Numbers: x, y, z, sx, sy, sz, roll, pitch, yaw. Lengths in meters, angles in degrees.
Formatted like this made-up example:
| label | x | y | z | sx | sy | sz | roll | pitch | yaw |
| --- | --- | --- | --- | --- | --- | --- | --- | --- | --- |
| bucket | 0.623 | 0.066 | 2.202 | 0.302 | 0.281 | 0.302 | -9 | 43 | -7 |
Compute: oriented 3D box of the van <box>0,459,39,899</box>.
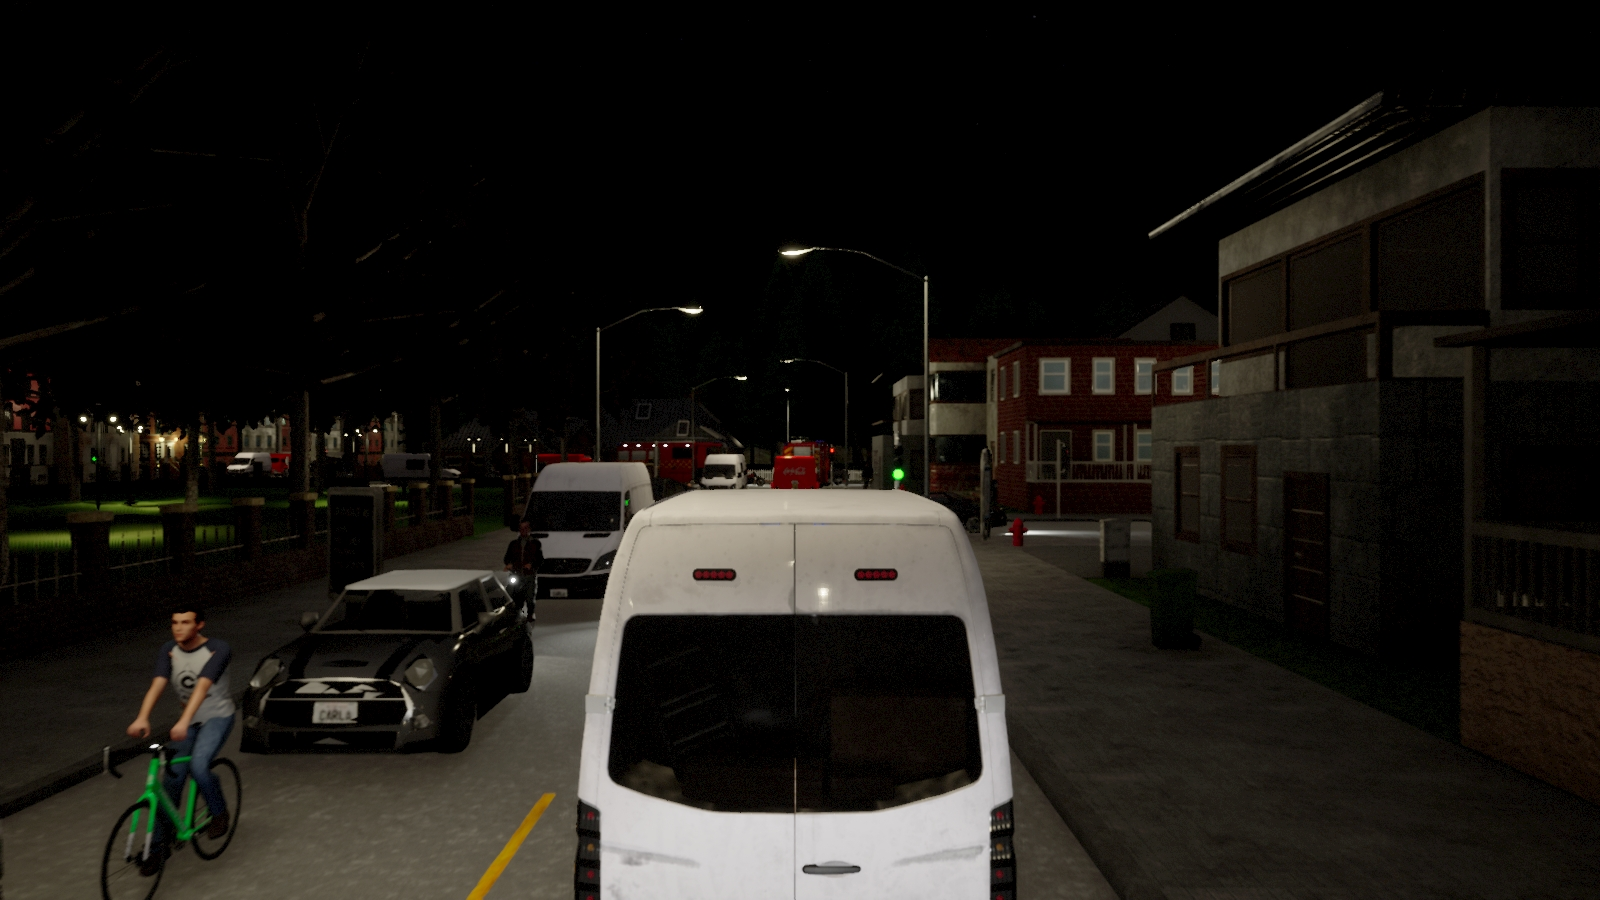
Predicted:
| label | x | y | z | sx | sy | sz | roll | pitch | yaw |
| --- | --- | --- | --- | --- | --- | --- | --- | --- | --- |
| van | -4.010 | 1.315 | 1.574 | 1.988 | 2.561 | 5.915 | 0 | 0 | 0 |

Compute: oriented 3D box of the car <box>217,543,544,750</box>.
| label | x | y | z | sx | sy | sz | roll | pitch | yaw |
| --- | --- | --- | --- | --- | --- | --- | --- | --- | --- |
| car | -4.040 | 1.846 | 11.738 | 1.970 | 1.475 | 3.806 | 0 | 0 | 0 |

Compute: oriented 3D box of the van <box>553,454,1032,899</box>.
| label | x | y | z | sx | sy | sz | roll | pitch | yaw |
| --- | --- | --- | --- | --- | --- | --- | --- | --- | --- |
| van | -0.039 | 1.315 | 7.703 | 1.988 | 2.561 | 5.915 | 0 | 0 | 0 |

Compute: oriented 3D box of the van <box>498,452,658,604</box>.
| label | x | y | z | sx | sy | sz | roll | pitch | yaw |
| --- | --- | --- | --- | --- | --- | --- | --- | --- | --- |
| van | -4.097 | 1.317 | 22.194 | 1.988 | 2.561 | 5.915 | 0 | 0 | 0 |

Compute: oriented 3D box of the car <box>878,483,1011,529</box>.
| label | x | y | z | sx | sy | sz | roll | pitch | yaw |
| --- | --- | --- | --- | --- | --- | --- | --- | --- | --- |
| car | 5.017 | 1.902 | 39.477 | 4.181 | 1.385 | 1.994 | 0 | 0 | 22 |

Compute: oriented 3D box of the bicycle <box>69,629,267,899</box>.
| label | x | y | z | sx | sy | sz | roll | pitch | yaw |
| --- | --- | --- | --- | --- | --- | --- | --- | --- | --- |
| bicycle | -4.015 | 1.937 | 7.389 | 0.373 | 1.296 | 1.643 | 0 | 0 | 0 |
